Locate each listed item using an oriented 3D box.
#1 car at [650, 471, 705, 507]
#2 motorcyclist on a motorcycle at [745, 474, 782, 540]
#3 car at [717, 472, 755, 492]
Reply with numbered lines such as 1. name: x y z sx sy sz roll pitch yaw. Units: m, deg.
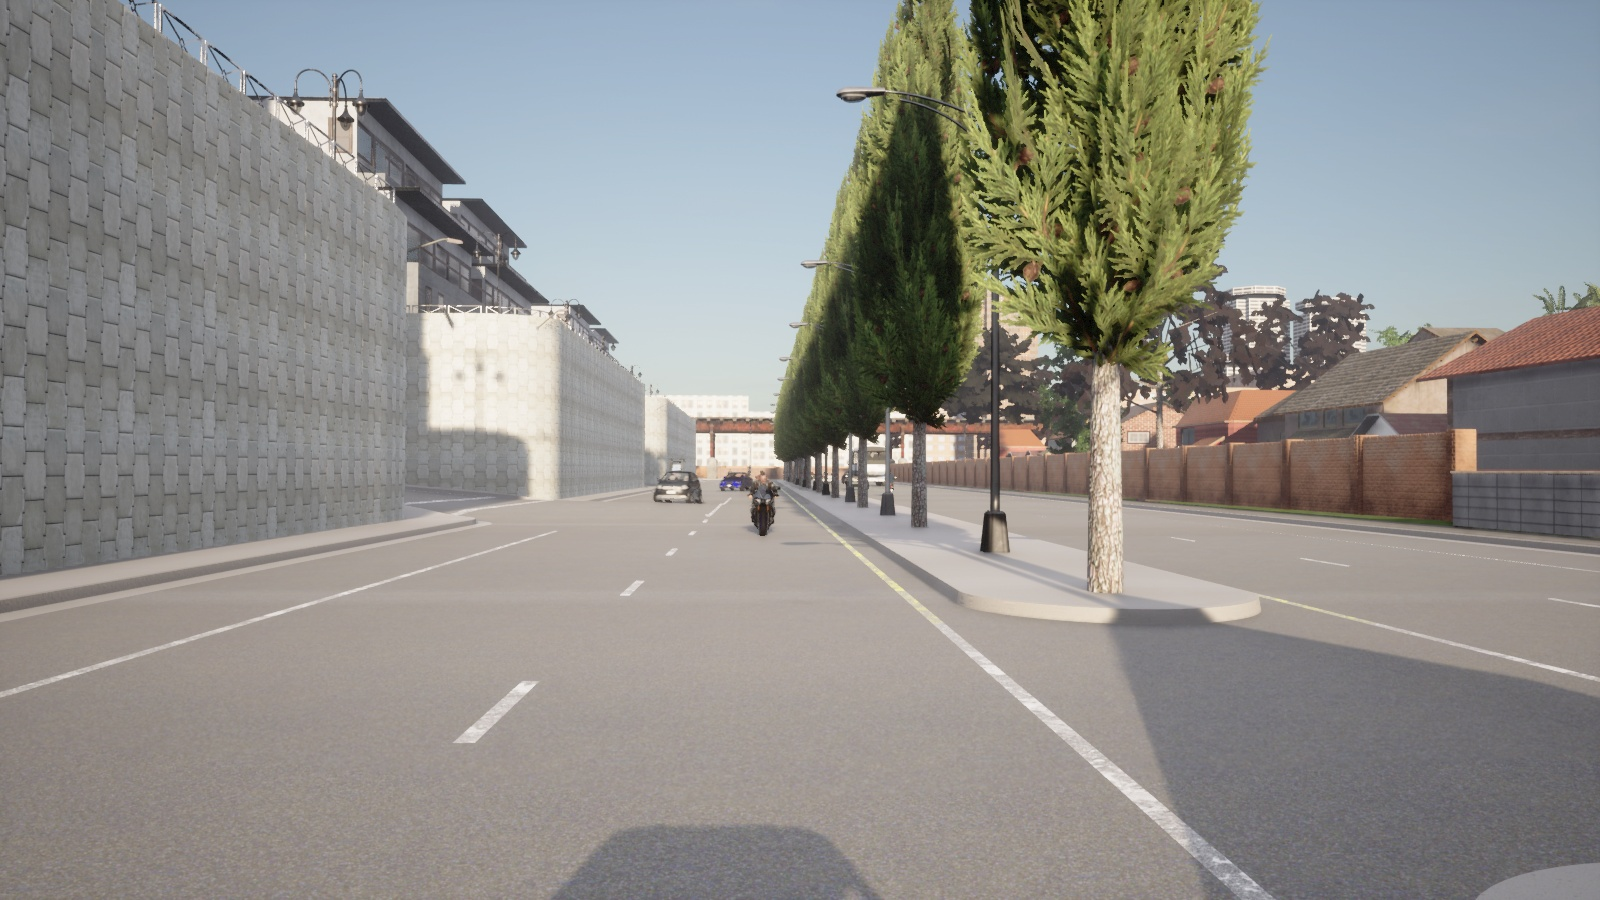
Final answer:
1. car: -5.538 1.763 57.203 1.789 1.549 3.705 0 -1 5
2. motorcyclist on a motorcycle: -0.888 1.367 30.664 0.866 1.530 2.191 0 -1 -2
3. car: -4.865 2.454 95.878 1.816 1.474 4.193 0 -1 12
